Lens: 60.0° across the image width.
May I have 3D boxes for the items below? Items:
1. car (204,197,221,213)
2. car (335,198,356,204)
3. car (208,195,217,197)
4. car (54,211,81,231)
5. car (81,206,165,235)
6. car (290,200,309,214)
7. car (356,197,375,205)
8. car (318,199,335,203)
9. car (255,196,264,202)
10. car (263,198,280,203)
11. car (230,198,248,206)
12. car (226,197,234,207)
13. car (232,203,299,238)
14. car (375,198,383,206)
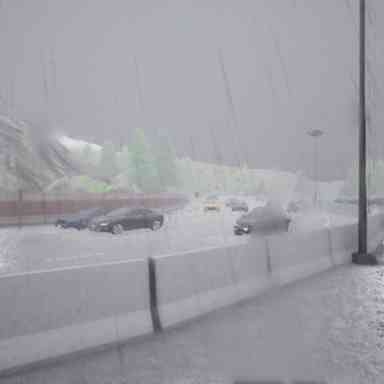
[{"bbox_3d":[2.598,1.766,42.314,1.882,1.535,5.008,0,0,6],"label":"car"},{"bbox_3d":[28.453,1.800,63.102,2.128,1.511,4.902,0,0,3],"label":"car"},{"bbox_3d":[3.671,1.618,59.010,2.150,2.045,5.566,0,0,3],"label":"car"},{"bbox_3d":[-6.235,1.694,22.134,2.033,1.411,5.357,0,0,43],"label":"car"},{"bbox_3d":[-3.764,1.637,19.873,1.837,1.490,4.892,1,1,41],"label":"car"},{"bbox_3d":[12.892,1.778,40.393,2.128,1.511,4.902,0,-1,7],"label":"car"},{"bbox_3d":[31.948,1.617,62.907,2.097,1.767,4.553,0,0,3],"label":"car"},{"bbox_3d":[24.959,2.065,63.297,1.895,1.301,4.718,0,0,3],"label":"car"},{"bbox_3d":[14.905,1.612,72.925,1.837,1.490,4.892,0,0,3],"label":"car"},{"bbox_3d":[14.147,1.963,57.896,1.994,1.385,4.181,0,0,3],"label":"car"},{"bbox_3d":[6.035,1.852,41.716,1.994,1.385,4.181,0,0,7],"label":"car"},{"bbox_3d":[7.173,1.752,58.938,2.097,1.767,4.553,0,0,3],"label":"car"},{"bbox_3d":[4.105,1.636,18.595,1.837,1.490,4.892,1,0,36],"label":"car"},{"bbox_3d":[35.445,1.789,62.770,2.128,1.511,4.902,0,0,3],"label":"car"}]
